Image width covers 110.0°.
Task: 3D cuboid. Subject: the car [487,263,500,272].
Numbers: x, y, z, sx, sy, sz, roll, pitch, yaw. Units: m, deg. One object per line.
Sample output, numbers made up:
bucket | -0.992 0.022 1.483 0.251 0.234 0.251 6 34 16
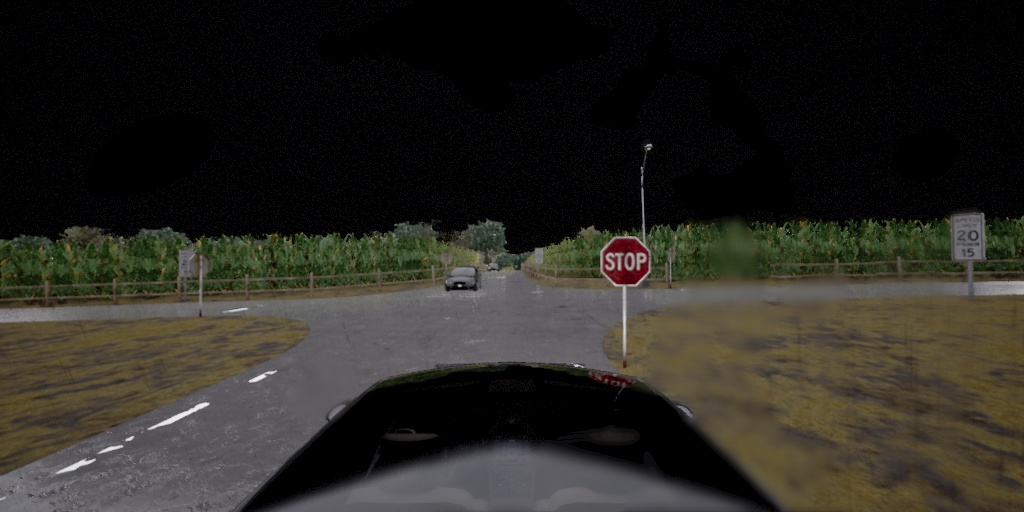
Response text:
car | -3.070 1.914 59.938 1.837 1.490 4.892 0 -1 0

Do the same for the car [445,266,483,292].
car | -2.861 1.377 21.896 1.837 1.490 4.892 0 0 0
